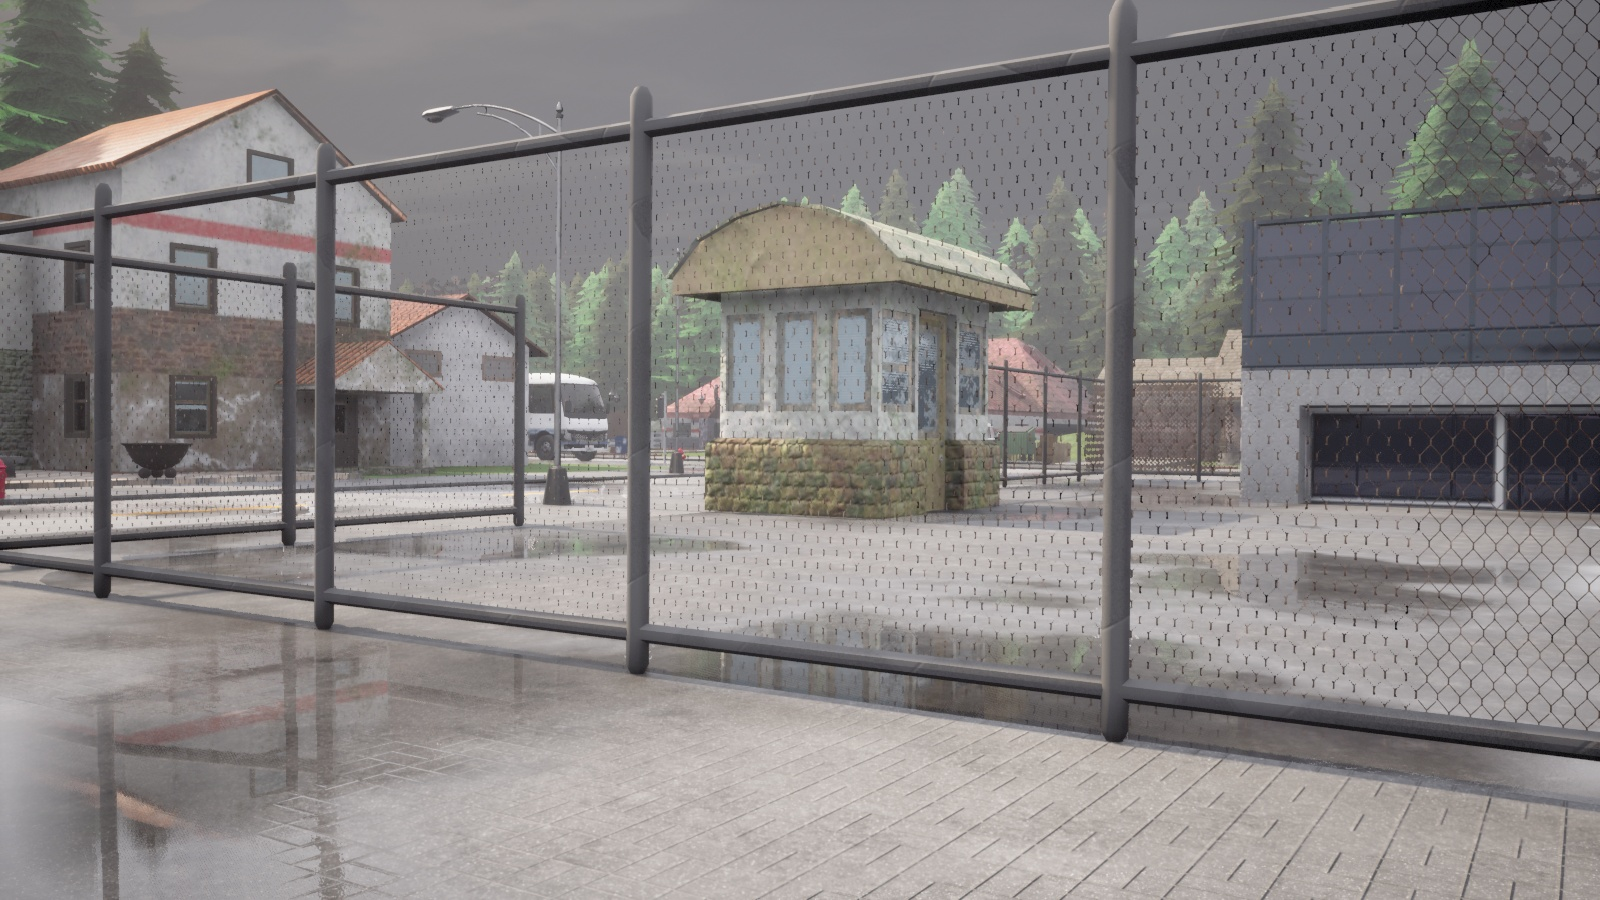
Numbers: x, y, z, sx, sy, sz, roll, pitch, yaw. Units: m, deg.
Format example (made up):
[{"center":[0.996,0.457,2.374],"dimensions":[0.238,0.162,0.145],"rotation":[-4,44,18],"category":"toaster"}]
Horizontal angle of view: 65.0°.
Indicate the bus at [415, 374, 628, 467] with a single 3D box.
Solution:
[{"center":[-13.741,-1.362,61.640],"dimensions":[10.273,4.253,3.944],"rotation":[0,1,31],"category":"bus"}]
